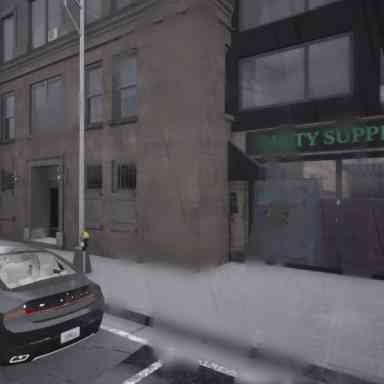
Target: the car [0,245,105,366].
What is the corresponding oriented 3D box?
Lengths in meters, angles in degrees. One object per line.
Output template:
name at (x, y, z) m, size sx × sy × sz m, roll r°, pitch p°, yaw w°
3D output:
car at (-3.297, 1.551, 5.428) m, size 4.403 × 1.369 × 2.008 m, roll 0°, pitch 0°, yaw 35°
